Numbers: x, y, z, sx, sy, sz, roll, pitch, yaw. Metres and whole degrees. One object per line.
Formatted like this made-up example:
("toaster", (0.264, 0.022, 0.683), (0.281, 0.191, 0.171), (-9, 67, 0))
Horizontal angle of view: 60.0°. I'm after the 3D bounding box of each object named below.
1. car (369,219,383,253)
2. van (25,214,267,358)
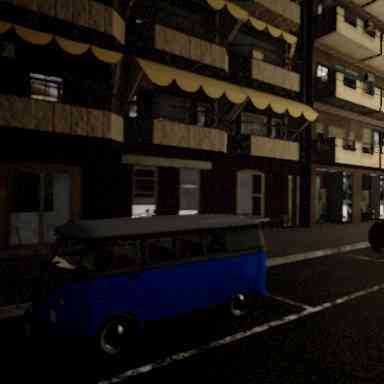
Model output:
("car", (8.509, 1.243, 12.114), (5.009, 1.841, 2.192), (0, 2, -35))
("van", (-0.506, 1.327, 5.705), (3.998, 1.788, 1.690), (0, 2, -35))
